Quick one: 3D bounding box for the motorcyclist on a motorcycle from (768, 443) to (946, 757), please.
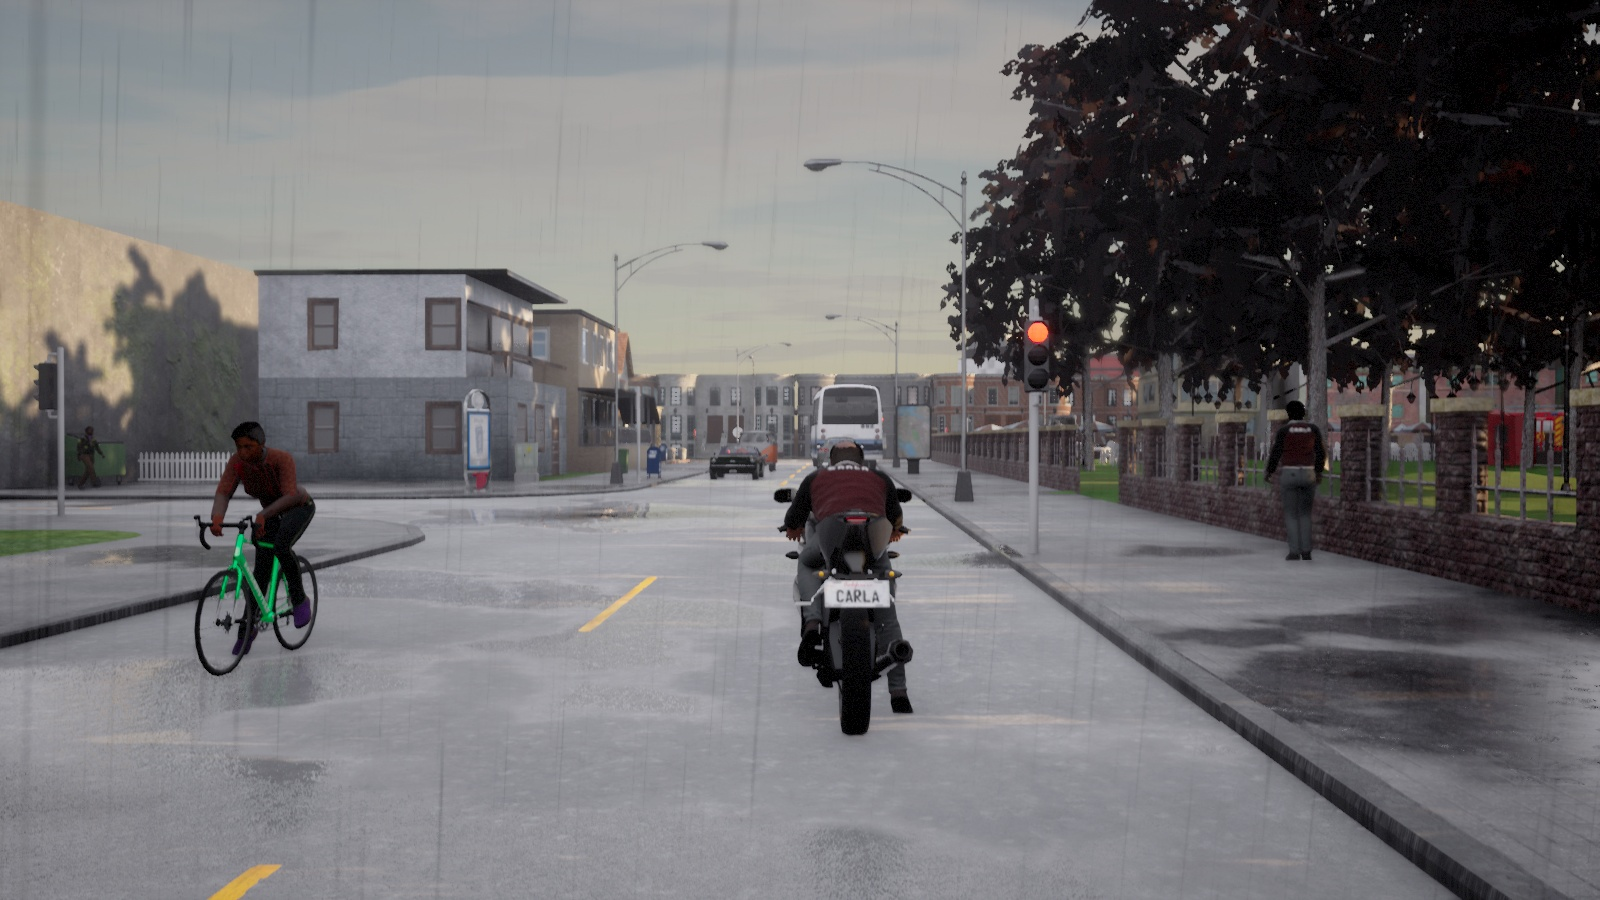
[{"bbox_3d":[0.271,0.728,7.237,0.866,1.530,2.191,0,0,0],"label":"motorcyclist on a motorcycle"}]

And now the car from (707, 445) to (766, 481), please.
[{"bbox_3d":[-2.425,0.482,49.115,1.895,1.301,4.718,0,0,2],"label":"car"}]

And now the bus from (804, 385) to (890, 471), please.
[{"bbox_3d":[2.333,-1.124,67.162,3.944,4.253,10.273,0,0,-2],"label":"bus"}]

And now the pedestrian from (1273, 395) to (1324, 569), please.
[{"bbox_3d":[5.664,0.355,14.286,0.402,1.930,0.666,0,0,10],"label":"pedestrian"}]

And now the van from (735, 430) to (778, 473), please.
[{"bbox_3d":[-2.058,0.051,60.483,1.775,1.987,4.442,0,0,2],"label":"van"}]

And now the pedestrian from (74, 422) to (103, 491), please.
[{"bbox_3d":[-20.210,0.178,35.695,0.692,1.930,0.395,0,0,27],"label":"pedestrian"}]

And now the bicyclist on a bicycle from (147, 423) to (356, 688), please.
[{"bbox_3d":[-3.641,0.634,8.494,0.582,1.620,1.656,0,1,4],"label":"bicyclist on a bicycle"}]

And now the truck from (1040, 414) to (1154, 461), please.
[{"bbox_3d":[22.212,-0.915,94.245,7.936,3.462,2.891,0,0,2],"label":"truck"}]

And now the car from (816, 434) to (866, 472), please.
[{"bbox_3d":[1.837,0.105,57.084,2.152,1.651,5.027,0,0,1],"label":"car"}]
